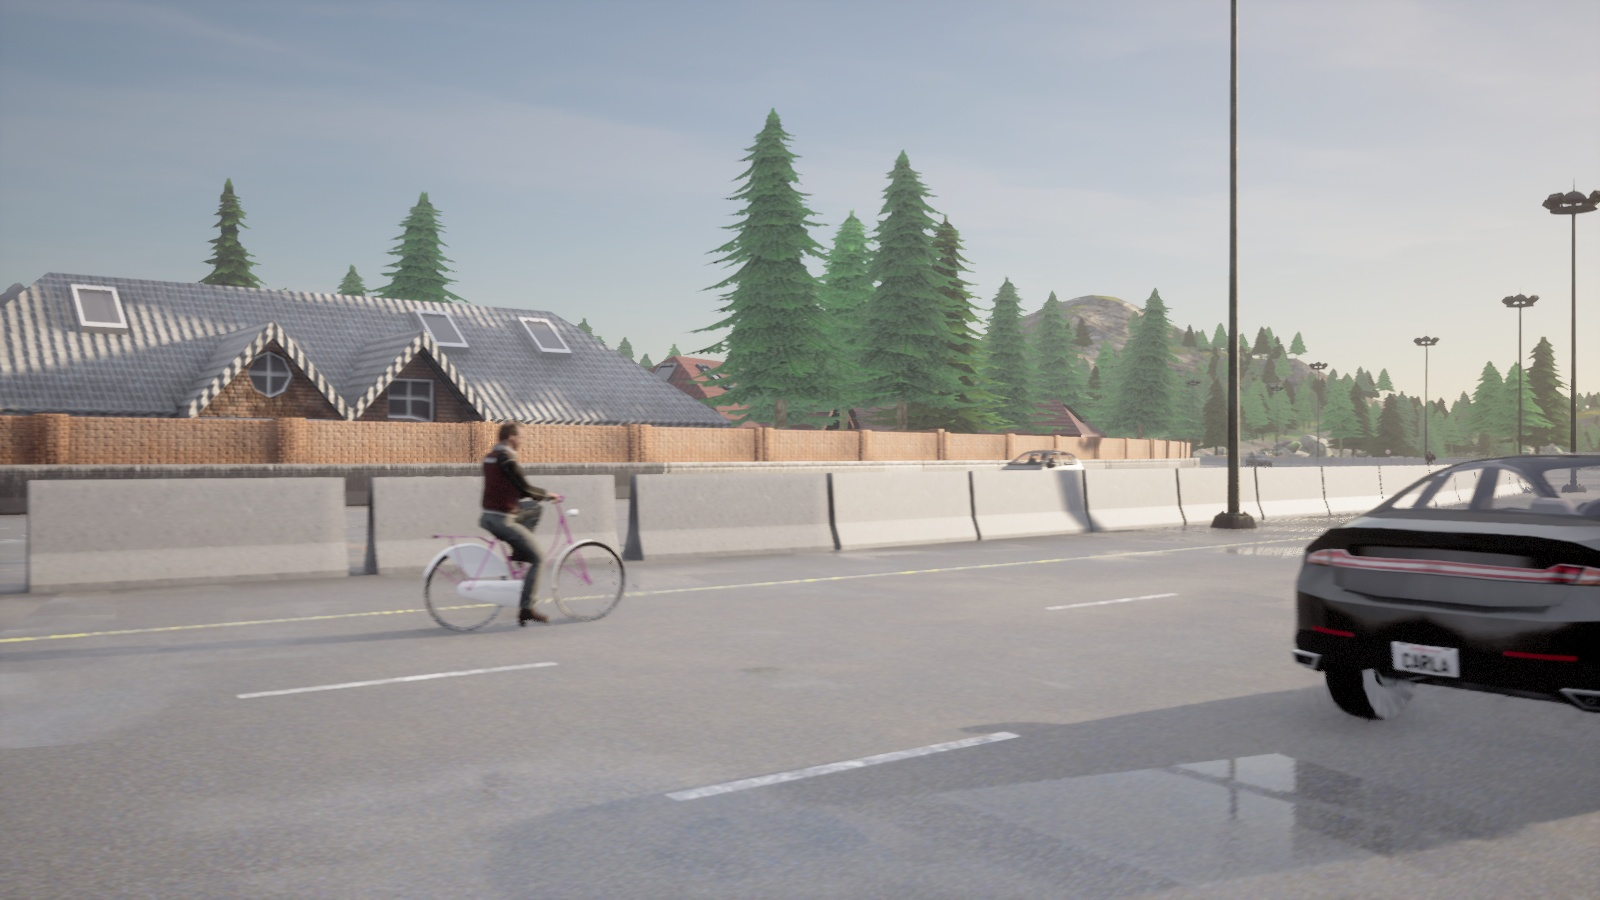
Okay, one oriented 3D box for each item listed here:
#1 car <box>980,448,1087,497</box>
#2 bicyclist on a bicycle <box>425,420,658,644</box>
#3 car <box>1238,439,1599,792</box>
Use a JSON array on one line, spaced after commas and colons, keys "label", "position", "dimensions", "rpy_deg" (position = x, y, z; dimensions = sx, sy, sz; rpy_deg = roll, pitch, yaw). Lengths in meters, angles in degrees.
[{"label": "car", "position": [8.189, 0.745, 43.794], "dimensions": [1.851, 1.617, 3.988], "rpy_deg": [0, 0, 42]}, {"label": "bicyclist on a bicycle", "position": [-2.191, 0.650, 10.787], "dimensions": [1.843, 1.776, 0.659], "rpy_deg": [0, 0, -37]}, {"label": "car", "position": [4.940, 0.710, 7.416], "dimensions": [4.902, 1.511, 2.128], "rpy_deg": [0, 0, -38]}]
